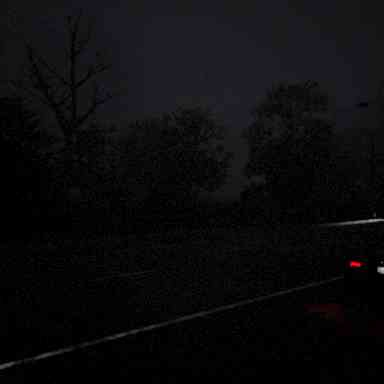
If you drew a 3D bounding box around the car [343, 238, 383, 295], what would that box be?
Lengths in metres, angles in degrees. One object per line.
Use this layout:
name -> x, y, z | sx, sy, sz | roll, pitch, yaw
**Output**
car -> 5.754, 1.571, 7.855 | 5.357, 1.411, 2.033 | 0, 0, -35
